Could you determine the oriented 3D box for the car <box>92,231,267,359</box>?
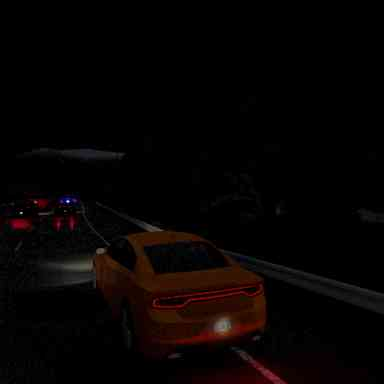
[{"bbox_3d":[-0.658,1.478,6.299,1.882,1.535,5.008,0,0,-25],"label":"car"}]

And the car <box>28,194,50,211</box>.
[{"bbox_3d":[-18.520,1.221,40.044,2.150,2.045,5.566,0,0,-19],"label":"car"}]

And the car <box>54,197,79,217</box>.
[{"bbox_3d":[-11.933,1.491,31.535,2.128,1.511,4.902,0,0,-19],"label":"car"}]

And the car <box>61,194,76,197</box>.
[{"bbox_3d":[-15.354,1.221,41.436,2.150,2.045,5.566,0,0,-18],"label":"car"}]

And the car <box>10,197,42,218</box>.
[{"bbox_3d":[-15.108,1.505,30.147,1.837,1.490,4.892,0,0,-19],"label":"car"}]
